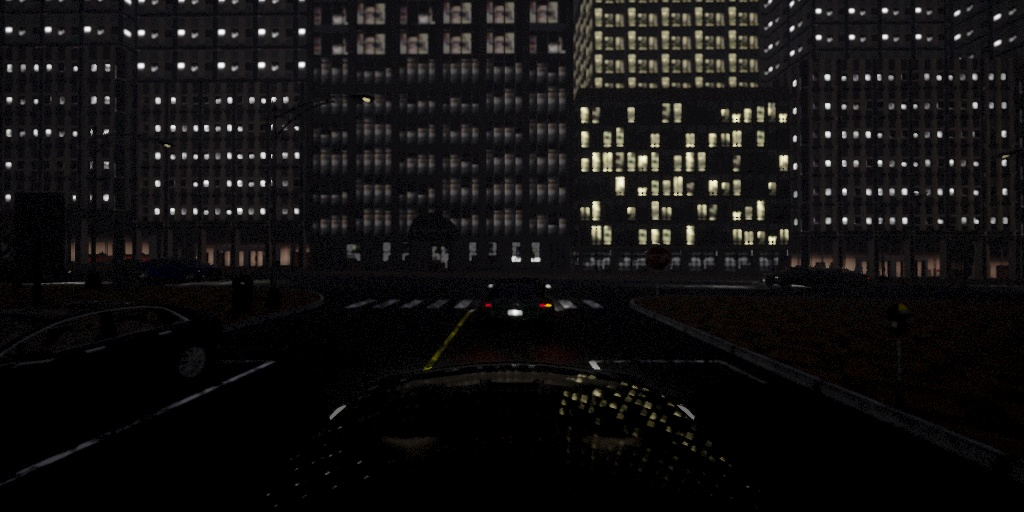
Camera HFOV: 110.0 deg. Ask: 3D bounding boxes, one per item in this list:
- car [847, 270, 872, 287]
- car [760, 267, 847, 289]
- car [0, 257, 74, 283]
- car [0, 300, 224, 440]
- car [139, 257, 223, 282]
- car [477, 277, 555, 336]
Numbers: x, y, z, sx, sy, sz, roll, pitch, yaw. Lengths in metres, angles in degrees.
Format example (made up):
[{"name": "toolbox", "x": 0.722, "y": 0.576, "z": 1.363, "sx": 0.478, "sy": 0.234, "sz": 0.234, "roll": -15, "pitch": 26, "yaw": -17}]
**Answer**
[{"name": "car", "x": 26.440, "y": 1.753, "z": 29.754, "sx": 5.357, "sy": 1.411, "sz": 2.033, "roll": 1, "pitch": 0, "yaw": 1}, {"name": "car", "x": 21.162, "y": 1.584, "z": 26.570, "sx": 4.902, "sy": 1.511, "sz": 2.128, "roll": 1, "pitch": 0, "yaw": 1}, {"name": "car", "x": -28.619, "y": 0.779, "z": 20.480, "sx": 5.357, "sy": 1.411, "sz": 2.033, "roll": 1, "pitch": 0, "yaw": 1}, {"name": "car", "x": -5.819, "y": 1.296, "z": 4.378, "sx": 2.007, "sy": 1.370, "sz": 4.403, "roll": 0, "pitch": 0, "yaw": 0}, {"name": "car", "x": -21.962, "y": 0.844, "z": 23.652, "sx": 5.008, "sy": 1.535, "sz": 1.882, "roll": 1, "pitch": 0, "yaw": 1}, {"name": "car", "x": 0.202, "y": 1.299, "z": 10.424, "sx": 1.994, "sy": 1.385, "sz": 4.181, "roll": 0, "pitch": 0, "yaw": 4}]
